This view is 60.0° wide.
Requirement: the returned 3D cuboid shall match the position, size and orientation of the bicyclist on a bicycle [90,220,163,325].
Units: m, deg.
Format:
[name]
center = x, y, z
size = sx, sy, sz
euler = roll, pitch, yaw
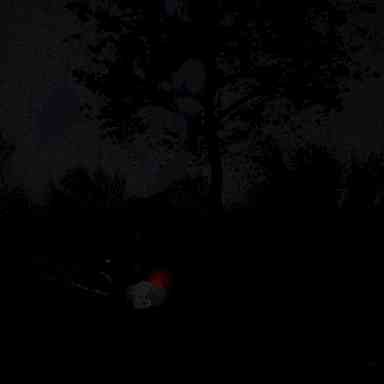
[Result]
[bicyclist on a bicycle]
center = -1.244, 1.375, 5.944
size = 1.843, 1.776, 0.659
euler = 0, 0, 35
